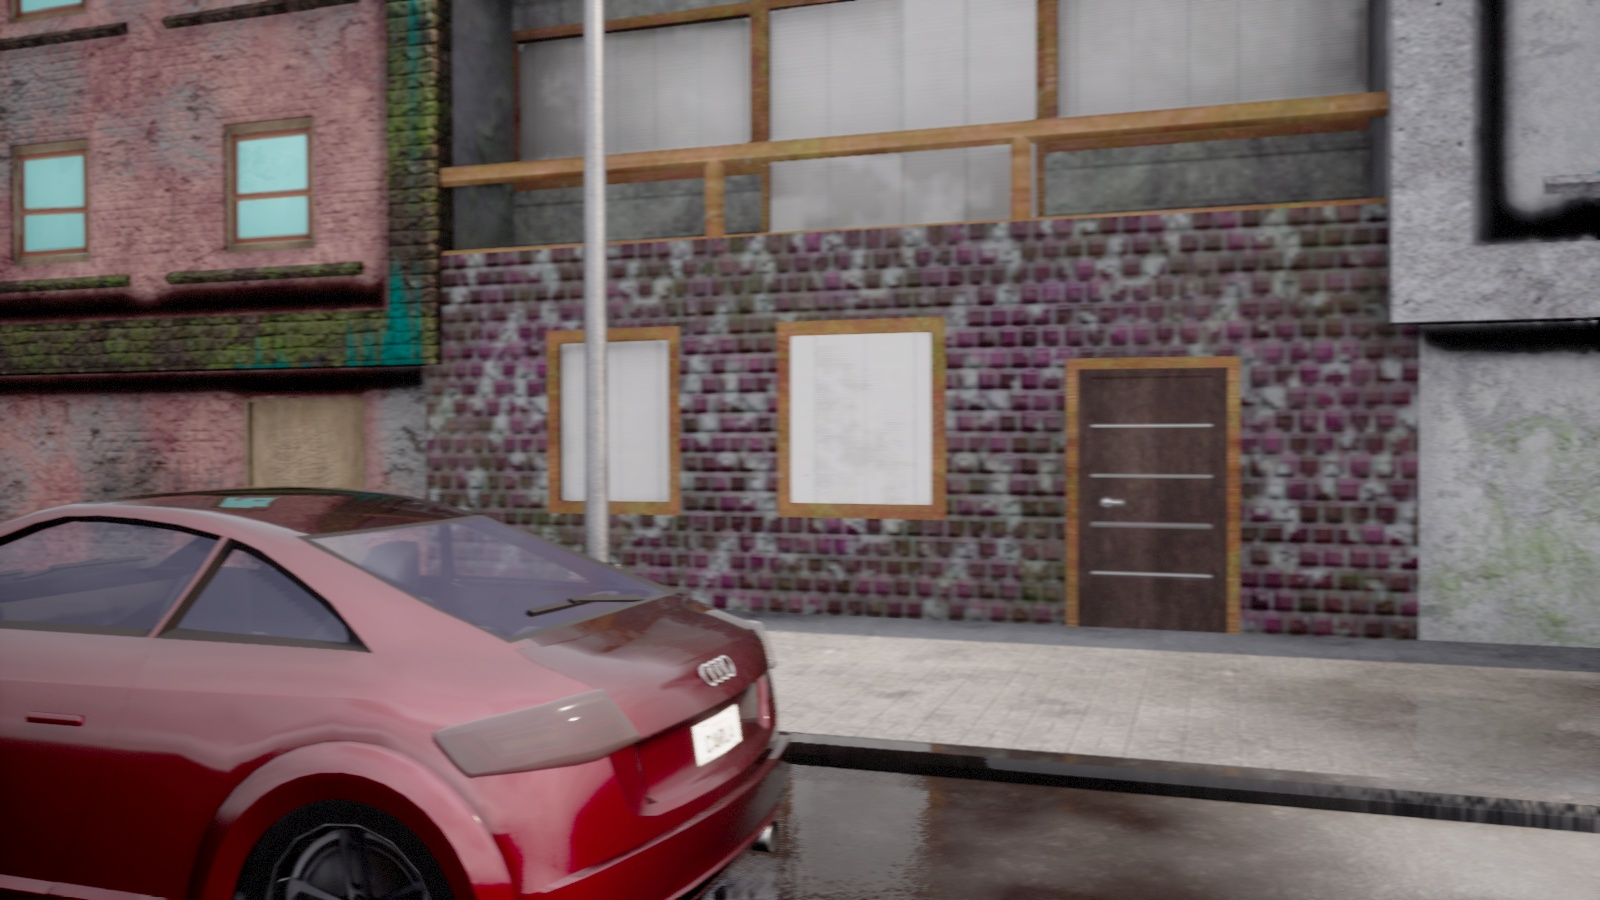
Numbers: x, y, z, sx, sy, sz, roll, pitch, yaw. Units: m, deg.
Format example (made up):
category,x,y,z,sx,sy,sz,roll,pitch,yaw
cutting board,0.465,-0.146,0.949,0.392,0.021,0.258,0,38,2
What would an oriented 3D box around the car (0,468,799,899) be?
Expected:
category,x,y,z,sx,sy,sz,roll,pitch,yaw
car,-2.306,0.810,4.496,4.181,1.385,1.994,1,1,19
